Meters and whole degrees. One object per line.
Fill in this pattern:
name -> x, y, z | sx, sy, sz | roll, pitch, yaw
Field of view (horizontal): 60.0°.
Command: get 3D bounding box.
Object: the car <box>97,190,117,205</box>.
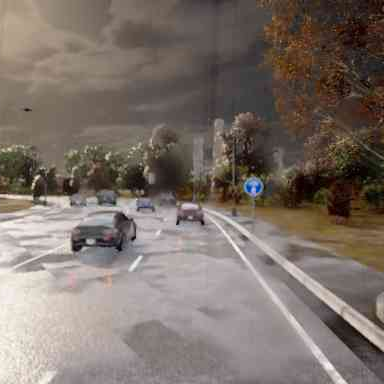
car -> -11.193, 0.738, 43.733 | 2.150, 2.045, 5.566 | 0, 0, -20

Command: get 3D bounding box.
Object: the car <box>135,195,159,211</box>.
car -> -5.003, 1.217, 35.136 | 2.033, 1.411, 5.357 | 0, 1, -11

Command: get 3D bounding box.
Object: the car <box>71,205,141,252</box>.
car -> -3.428, 1.478, 13.496 | 1.812, 1.442, 4.674 | 0, 0, 0

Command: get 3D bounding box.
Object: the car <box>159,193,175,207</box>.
car -> -3.573, 0.926, 43.102 | 2.097, 1.767, 4.553 | 0, 1, -16

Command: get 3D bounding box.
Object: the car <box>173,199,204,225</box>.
car -> -0.178, 1.375, 22.888 | 1.812, 1.442, 4.674 | 0, 1, -2

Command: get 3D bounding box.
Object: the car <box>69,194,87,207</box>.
car -> -13.997, 1.026, 41.013 | 2.128, 1.511, 4.902 | 0, 1, -19
